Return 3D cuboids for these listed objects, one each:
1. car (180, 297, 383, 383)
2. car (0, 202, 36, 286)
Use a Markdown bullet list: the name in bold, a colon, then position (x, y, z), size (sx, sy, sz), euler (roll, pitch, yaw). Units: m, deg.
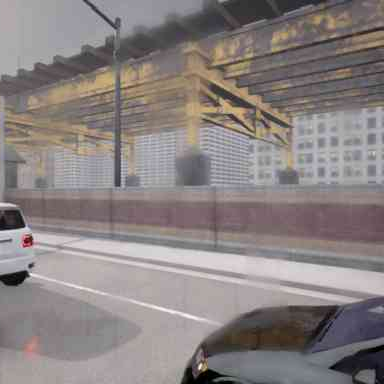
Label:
- **car**: position (1.944, 1.576, 2.614), size (4.181, 1.385, 1.994), euler (0, 0, 35)
- **car**: position (-6.155, 1.246, 8.291), size (5.566, 2.045, 2.150), euler (0, 0, 36)
